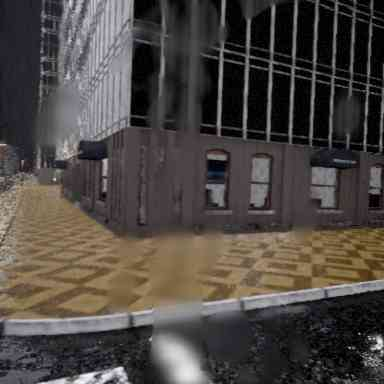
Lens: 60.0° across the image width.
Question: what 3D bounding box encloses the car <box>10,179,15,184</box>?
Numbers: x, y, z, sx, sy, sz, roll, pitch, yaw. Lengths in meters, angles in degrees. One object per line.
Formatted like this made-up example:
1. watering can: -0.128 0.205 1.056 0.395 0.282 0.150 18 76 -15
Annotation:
1. car: -43.426 -2.541 79.764 1.802 1.307 4.206 2 2 -26

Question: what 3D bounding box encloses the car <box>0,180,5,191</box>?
1. car: -26.303 -0.880 43.904 1.967 1.590 4.097 2 2 -26

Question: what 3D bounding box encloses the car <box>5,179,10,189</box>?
1. car: -31.272 -1.311 54.306 1.752 1.417 4.829 2 2 -26
